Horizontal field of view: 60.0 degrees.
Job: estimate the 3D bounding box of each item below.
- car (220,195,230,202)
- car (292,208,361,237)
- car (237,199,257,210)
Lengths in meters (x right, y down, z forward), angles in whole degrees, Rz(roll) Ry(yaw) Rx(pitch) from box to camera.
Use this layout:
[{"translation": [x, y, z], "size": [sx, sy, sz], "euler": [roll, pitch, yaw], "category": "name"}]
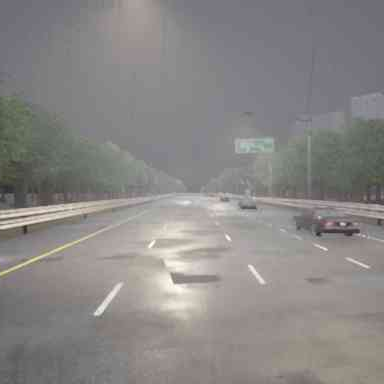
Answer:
[{"translation": [7.265, 1.486, 74.394], "size": [1.812, 1.442, 4.674], "euler": [0, 0, 0], "category": "car"}, {"translation": [7.022, 1.552, 17.996], "size": [2.033, 1.411, 5.357], "euler": [0, 0, 0], "category": "car"}, {"translation": [7.111, 1.559, 43.174], "size": [1.994, 1.385, 4.181], "euler": [0, 0, 0], "category": "car"}]
